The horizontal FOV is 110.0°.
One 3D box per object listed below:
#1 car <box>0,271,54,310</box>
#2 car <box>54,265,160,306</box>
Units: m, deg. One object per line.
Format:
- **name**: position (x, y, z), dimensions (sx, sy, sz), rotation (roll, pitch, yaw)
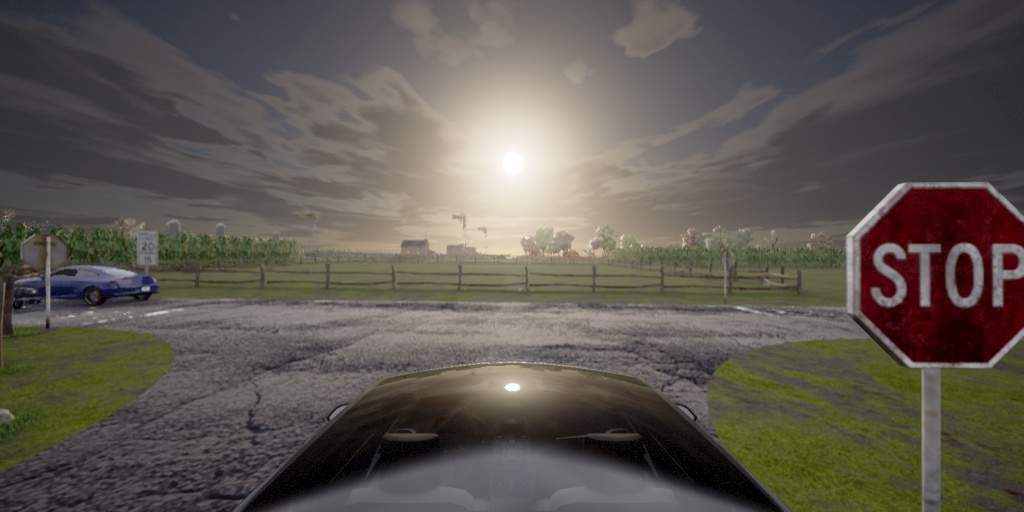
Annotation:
- **car**: position (-18.081, 1.059, 11.001), dimensions (5.357, 1.411, 2.033), rotation (1, -1, 1)
- **car**: position (-16.371, 1.080, 13.825), dimensions (4.674, 1.442, 1.812), rotation (1, -1, 1)
